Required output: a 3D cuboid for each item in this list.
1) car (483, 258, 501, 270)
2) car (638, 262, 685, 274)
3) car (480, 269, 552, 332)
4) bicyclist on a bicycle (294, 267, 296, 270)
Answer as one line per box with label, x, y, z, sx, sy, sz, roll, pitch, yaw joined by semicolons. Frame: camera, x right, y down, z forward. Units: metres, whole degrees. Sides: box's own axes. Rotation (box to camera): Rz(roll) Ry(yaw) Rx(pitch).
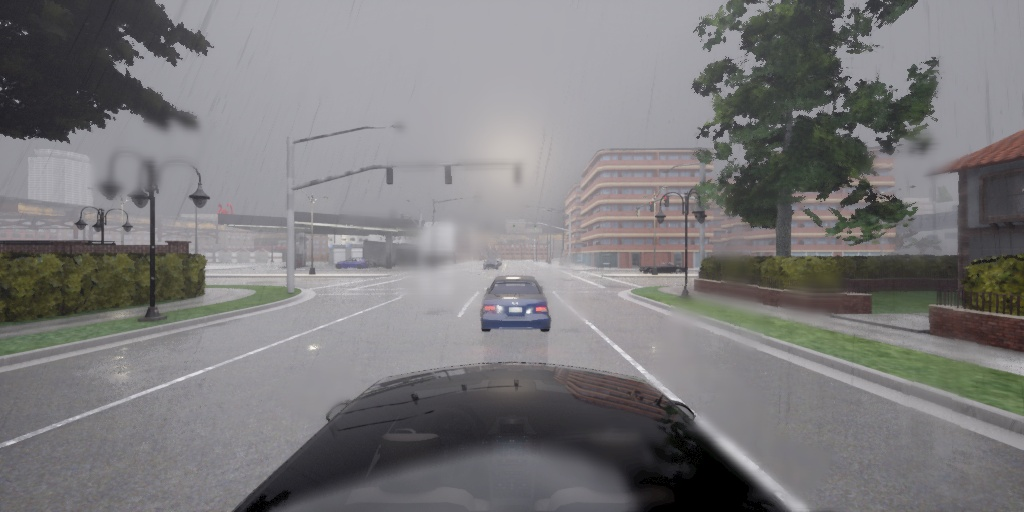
car;-3.102;1.102;53.604;2.097;1.767;4.553;0;0;0
car;16.329;1.351;38.893;4.718;1.301;1.895;0;0;-3
car;0.098;1.298;10.849;2.033;1.411;5.357;0;0;0
bicyclist on a bicycle;-29.016;1.180;47.116;0.582;1.620;1.656;-10;5;0
